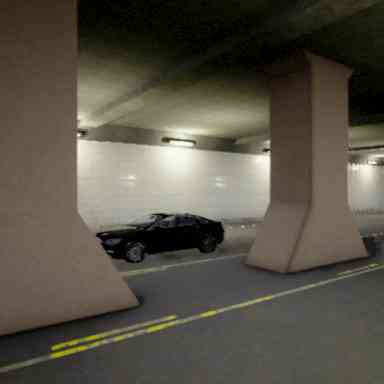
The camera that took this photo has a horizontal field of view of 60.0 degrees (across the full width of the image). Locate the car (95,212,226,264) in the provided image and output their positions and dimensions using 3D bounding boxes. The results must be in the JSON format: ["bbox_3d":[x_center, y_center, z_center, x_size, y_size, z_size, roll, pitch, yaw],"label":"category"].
[{"bbox_3d":[-1.031,1.474,11.829,4.902,1.511,2.128,0,0,-35],"label":"car"}]
